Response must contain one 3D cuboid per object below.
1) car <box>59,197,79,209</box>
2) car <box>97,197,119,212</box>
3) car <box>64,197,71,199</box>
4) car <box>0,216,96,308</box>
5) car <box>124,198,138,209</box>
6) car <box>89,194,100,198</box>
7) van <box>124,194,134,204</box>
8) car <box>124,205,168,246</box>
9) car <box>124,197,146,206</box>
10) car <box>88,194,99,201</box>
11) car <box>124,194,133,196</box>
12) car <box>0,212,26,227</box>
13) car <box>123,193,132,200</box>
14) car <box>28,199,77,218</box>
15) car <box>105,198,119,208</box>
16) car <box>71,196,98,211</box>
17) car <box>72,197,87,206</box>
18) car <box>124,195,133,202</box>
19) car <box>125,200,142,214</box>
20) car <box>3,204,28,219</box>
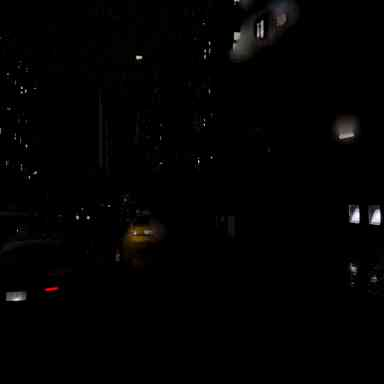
[{"bbox_3d":[-16.946,1.462,45.871,1.967,1.590,4.097,1,0,-12],"label":"car"},{"bbox_3d":[-9.830,1.583,39.735,1.994,1.385,4.181,0,0,-11],"label":"car"},{"bbox_3d":[-15.834,1.566,40.443,1.887,1.381,4.507,1,0,-12],"label":"car"},{"bbox_3d":[-3.314,1.531,7.678,1.812,1.442,4.674,0,0,-12],"label":"car"},{"bbox_3d":[-8.749,1.584,47.606,1.947,1.339,4.313,1,0,-12],"label":"car"},{"bbox_3d":[-23.632,1.569,78.436,2.008,1.369,4.403,1,0,-12],"label":"car"},{"bbox_3d":[-12.087,1.359,63.890,1.690,1.788,3.998,1,0,-12],"label":"van"},{"bbox_3d":[-2.100,1.534,15.208,1.752,1.417,4.829,1,0,-12],"label":"car"},{"bbox_3d":[-4.292,1.454,25.897,1.967,1.590,4.097,1,0,-12],"label":"car"},{"bbox_3d":[-24.741,1.332,83.864,2.192,1.841,5.009,1,0,-12],"label":"car"},{"bbox_3d":[-10.975,1.458,58.462,1.967,1.590,4.097,1,0,-12],"label":"car"},{"bbox_3d":[-7.102,1.573,10.708,1.994,1.385,4.181,0,0,-12],"label":"car"},{"bbox_3d":[-17.657,1.327,91.028,2.192,1.841,5.009,1,0,-12],"label":"car"},{"bbox_3d":[-9.751,1.493,23.644,1.882,1.535,5.008,0,0,-11],"label":"car"},{"bbox_3d":[-11.881,1.620,49.521,1.895,1.301,4.718,0,0,-11],"label":"car"},{"bbox_3d":[-13.269,1.567,41.238,2.033,1.411,5.357,0,0,-11],"label":"car"},{"bbox_3d":[-19.176,1.566,56.726,1.887,1.381,4.507,1,0,-12],"label":"car"},{"bbox_3d":[-14.317,1.457,74.745,1.967,1.590,4.097,1,0,-12],"label":"car"},{"bbox_3d":[-6.522,1.599,36.752,1.802,1.307,4.206,1,0,-12],"label":"car"},{"bbox_3d":[-12.459,1.542,23.995,1.752,1.417,4.829,1,0,-12],"label":"car"}]
